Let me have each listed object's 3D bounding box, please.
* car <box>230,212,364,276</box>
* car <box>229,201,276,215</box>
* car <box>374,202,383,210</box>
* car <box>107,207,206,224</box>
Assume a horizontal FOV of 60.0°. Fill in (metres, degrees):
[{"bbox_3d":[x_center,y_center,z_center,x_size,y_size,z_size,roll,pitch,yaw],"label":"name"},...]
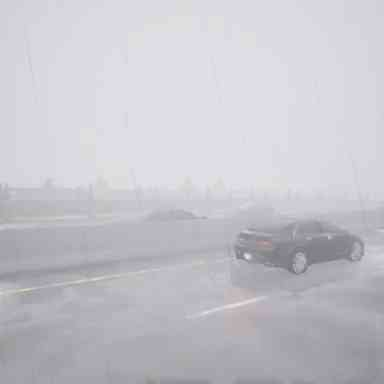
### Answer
[{"bbox_3d":[3.508,1.516,10.473,4.892,1.490,1.837,0,0,-35],"label":"car"},{"bbox_3d":[5.392,1.544,29.155,4.674,1.442,1.812,0,0,-35],"label":"car"},{"bbox_3d":[21.854,1.603,36.423,4.674,1.442,1.812,1,0,-35],"label":"car"},{"bbox_3d":[-1.574,1.471,15.716,5.008,1.535,1.882,0,0,-35],"label":"car"}]
